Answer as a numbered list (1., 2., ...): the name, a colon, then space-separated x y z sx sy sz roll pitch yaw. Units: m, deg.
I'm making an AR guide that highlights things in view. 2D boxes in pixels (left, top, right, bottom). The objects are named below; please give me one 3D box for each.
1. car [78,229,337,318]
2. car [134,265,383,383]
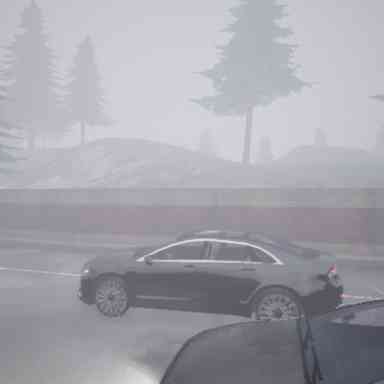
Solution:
1. car: 0.224 1.490 6.370 4.902 1.511 2.128 0 0 15
2. car: 1.705 1.564 2.362 4.181 1.385 1.994 0 0 14
